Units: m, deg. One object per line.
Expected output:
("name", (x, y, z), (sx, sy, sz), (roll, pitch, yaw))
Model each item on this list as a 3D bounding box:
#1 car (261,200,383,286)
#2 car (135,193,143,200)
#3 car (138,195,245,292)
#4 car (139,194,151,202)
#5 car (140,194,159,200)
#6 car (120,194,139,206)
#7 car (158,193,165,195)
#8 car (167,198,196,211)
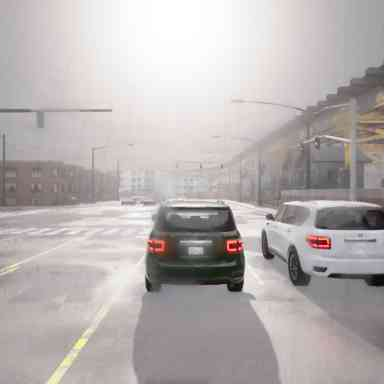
("car", (3.526, 1.246, 9.614), (2.150, 2.045, 5.566), (0, 0, 0))
("car", (-10.792, 1.281, 66.535), (2.150, 2.045, 5.566), (0, 0, 0))
("car", (0.030, 1.236, 9.116), (2.150, 2.045, 5.566), (0, 0, -1))
("car", (-10.815, 1.429, 76.621), (2.097, 1.767, 4.553), (0, 0, 0))
("car", (-7.317, 1.606, 58.103), (2.033, 1.411, 5.357), (0, 0, 0))
("car", (-10.809, 1.573, 56.869), (1.812, 1.442, 4.674), (0, 0, 0))
("car", (-7.320, 1.310, 77.997), (2.150, 2.045, 5.566), (0, 0, 0))
("car", (-1.281, 1.547, 43.485), (2.128, 1.511, 4.902), (1, 0, 18))
